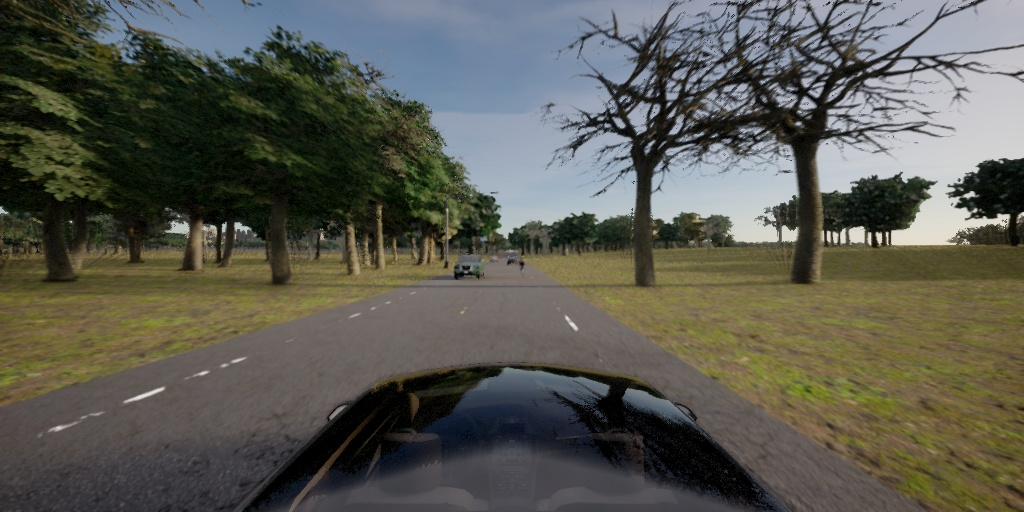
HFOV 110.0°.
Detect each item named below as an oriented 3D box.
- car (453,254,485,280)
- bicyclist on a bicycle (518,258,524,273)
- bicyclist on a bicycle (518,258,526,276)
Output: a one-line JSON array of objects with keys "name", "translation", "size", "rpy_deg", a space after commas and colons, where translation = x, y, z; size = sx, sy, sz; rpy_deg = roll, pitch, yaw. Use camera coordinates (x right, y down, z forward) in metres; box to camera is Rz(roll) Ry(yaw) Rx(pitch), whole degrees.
[{"name": "car", "translation": [-3.580, 0.881, 30.724], "size": [2.150, 2.045, 5.566], "rpy_deg": [0, 0, 0]}, {"name": "bicyclist on a bicycle", "translation": [0.972, 1.058, 40.030], "size": [0.582, 1.620, 1.656], "rpy_deg": [0, 0, 0]}, {"name": "bicyclist on a bicycle", "translation": [0.969, 1.026, 31.479], "size": [0.659, 1.776, 1.843], "rpy_deg": [0, 1, 0]}]
